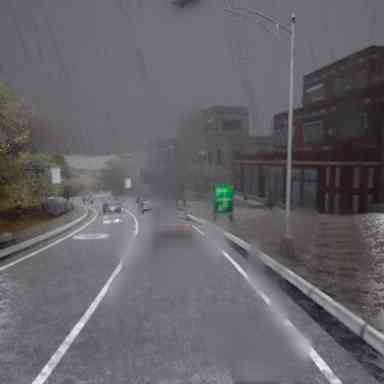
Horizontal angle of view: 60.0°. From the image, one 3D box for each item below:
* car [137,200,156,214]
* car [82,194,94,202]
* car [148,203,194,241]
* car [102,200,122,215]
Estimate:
[{"bbox_3d":[-4.776,1.543,35.865,2.033,1.411,5.357,-2,0,-15],"label":"car"},{"bbox_3d":[-23.279,1.538,74.187,2.150,2.045,5.566,-3,0,-23],"label":"car"},{"bbox_3d":[-1.058,1.528,16.675,2.033,1.411,5.357,-1,0,-7],"label":"car"},{"bbox_3d":[-8.719,1.594,36.171,2.128,1.511,4.902,-2,0,-16],"label":"car"}]
